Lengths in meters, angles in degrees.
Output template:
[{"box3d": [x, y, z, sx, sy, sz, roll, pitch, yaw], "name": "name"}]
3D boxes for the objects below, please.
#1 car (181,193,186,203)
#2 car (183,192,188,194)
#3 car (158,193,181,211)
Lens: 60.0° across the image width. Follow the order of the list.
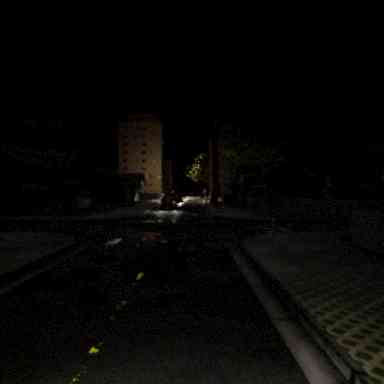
[{"box3d": [-2.729, 1.375, 62.267, 1.994, 1.385, 4.181, 0, 1, 0], "name": "car"}, {"box3d": [-2.752, 1.067, 87.175, 1.837, 1.490, 4.892, 0, 0, 0], "name": "car"}, {"box3d": [-2.736, 1.192, 38.945, 2.097, 1.767, 4.553, 0, 0, 0], "name": "car"}]
